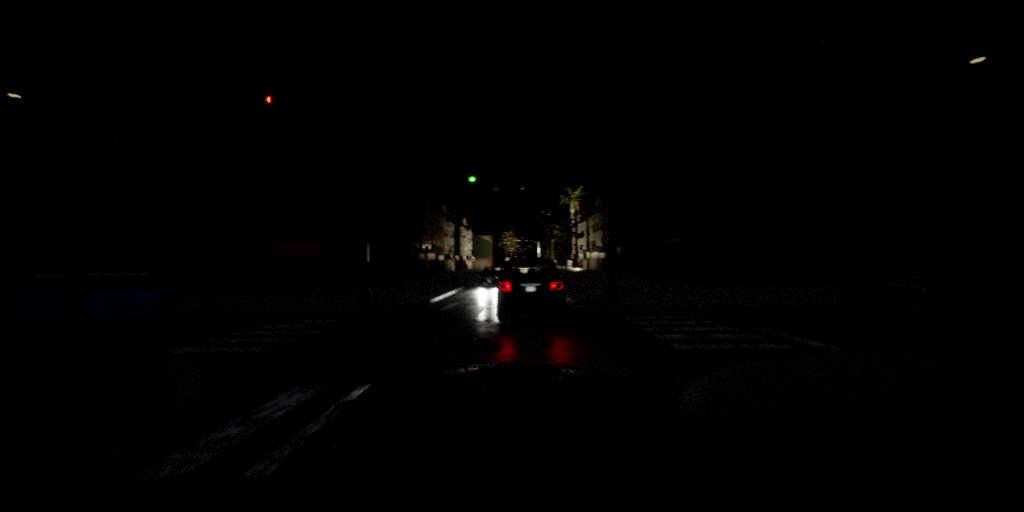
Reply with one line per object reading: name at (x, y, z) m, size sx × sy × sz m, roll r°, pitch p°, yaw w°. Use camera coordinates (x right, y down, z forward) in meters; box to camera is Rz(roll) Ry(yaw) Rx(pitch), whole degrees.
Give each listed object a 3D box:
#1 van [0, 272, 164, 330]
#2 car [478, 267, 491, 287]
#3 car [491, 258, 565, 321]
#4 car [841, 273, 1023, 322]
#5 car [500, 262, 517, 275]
van at (-14.209, 1.453, 12.086) m, size 3.998 × 1.789 × 1.690 m, roll 0°, pitch 0°, yaw 2°
car at (-1.568, 1.617, 28.735) m, size 2.128 × 1.511 × 4.902 m, roll -1°, pitch -1°, yaw 3°
car at (0.680, 1.111, 13.305) m, size 2.150 × 2.045 × 5.566 m, roll -1°, pitch -1°, yaw 3°
car at (12.768, 1.202, 11.011) m, size 4.403 × 1.370 × 2.007 m, roll 0°, pitch 0°, yaw 2°
car at (-0.450, 1.784, 52.671) m, size 2.097 × 1.767 × 4.553 m, roll -1°, pitch -1°, yaw 3°
